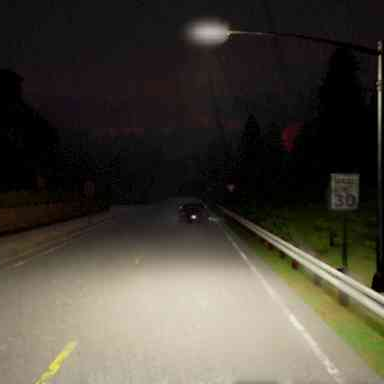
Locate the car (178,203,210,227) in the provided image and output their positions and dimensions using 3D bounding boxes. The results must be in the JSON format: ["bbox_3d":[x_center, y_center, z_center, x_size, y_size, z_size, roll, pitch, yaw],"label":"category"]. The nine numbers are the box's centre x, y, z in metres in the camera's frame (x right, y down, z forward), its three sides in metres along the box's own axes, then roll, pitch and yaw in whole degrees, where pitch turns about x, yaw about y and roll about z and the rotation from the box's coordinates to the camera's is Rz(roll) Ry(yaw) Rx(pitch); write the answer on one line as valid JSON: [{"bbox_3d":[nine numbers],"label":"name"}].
[{"bbox_3d":[0.114,1.428,21.679,1.994,1.385,4.181,0,0,0],"label":"car"}]
